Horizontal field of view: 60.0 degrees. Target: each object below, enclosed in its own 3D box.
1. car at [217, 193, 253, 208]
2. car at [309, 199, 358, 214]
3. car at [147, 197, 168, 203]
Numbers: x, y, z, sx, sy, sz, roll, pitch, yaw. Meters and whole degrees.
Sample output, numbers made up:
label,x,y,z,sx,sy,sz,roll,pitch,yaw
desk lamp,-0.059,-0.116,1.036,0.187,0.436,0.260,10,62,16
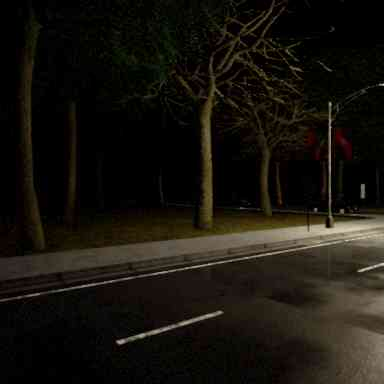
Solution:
label,x,y,z,sx,sy,sz,roll,pitch,yaw
car,5.876,1.180,46.196,2.150,2.045,5.566,0,1,-37
car,14.674,1.485,34.693,1.837,1.490,4.892,0,0,-39
car,-6.498,1.561,62.499,1.895,1.301,4.718,0,0,-37
